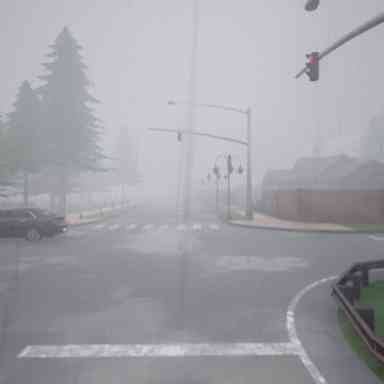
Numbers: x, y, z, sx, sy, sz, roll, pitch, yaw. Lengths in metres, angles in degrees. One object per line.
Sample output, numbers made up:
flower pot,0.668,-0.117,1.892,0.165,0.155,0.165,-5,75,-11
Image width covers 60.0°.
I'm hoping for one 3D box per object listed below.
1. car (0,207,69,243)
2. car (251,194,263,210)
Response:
car,-8.243,1.470,15.278,4.892,1.490,1.837,0,0,1
car,8.829,1.086,36.591,4.605,1.855,1.932,0,0,-1
